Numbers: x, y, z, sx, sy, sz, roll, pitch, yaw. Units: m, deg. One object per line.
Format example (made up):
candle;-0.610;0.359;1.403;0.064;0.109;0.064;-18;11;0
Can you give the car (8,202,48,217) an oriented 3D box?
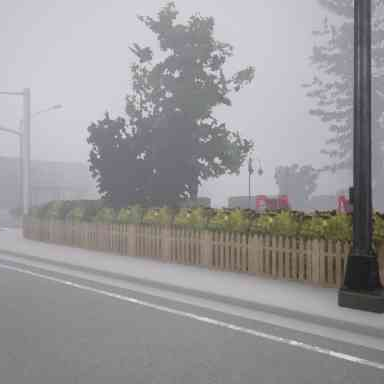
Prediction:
car;-14.002;1.601;30.308;1.895;1.301;4.718;0;0;35
